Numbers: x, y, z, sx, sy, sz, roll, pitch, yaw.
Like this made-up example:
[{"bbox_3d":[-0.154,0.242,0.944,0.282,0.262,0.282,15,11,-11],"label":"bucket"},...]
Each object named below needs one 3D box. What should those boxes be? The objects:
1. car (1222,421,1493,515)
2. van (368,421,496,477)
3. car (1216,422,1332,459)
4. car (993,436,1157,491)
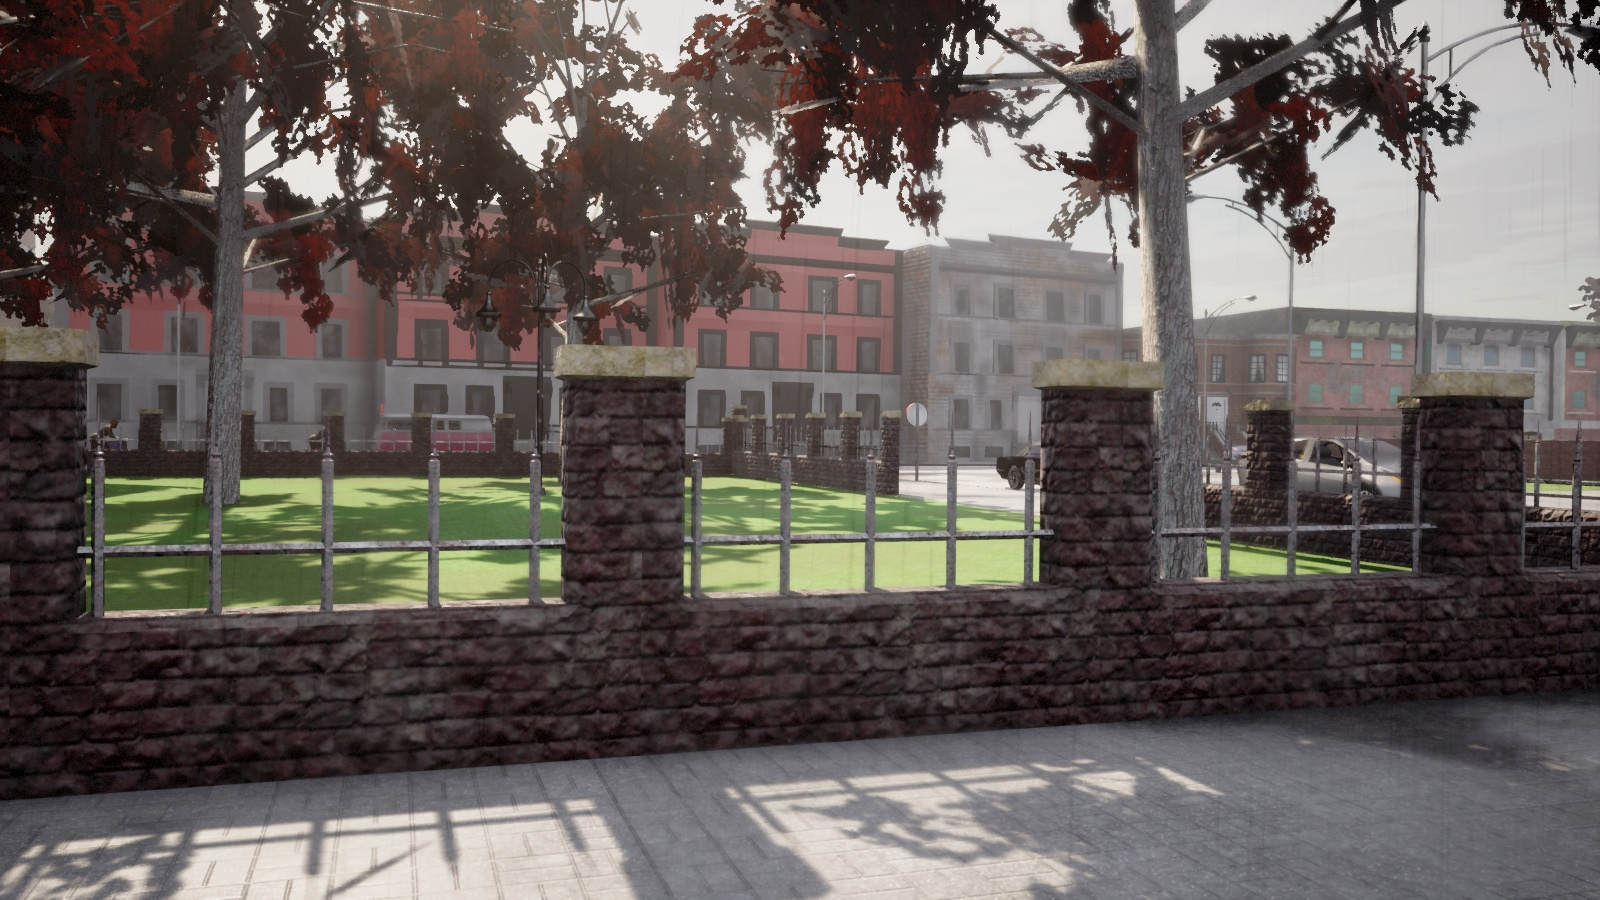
[{"bbox_3d":[10.067,0.260,23.108,2.007,1.525,4.514,-1,1,-20],"label":"car"},{"bbox_3d":[-13.694,-0.062,46.765,4.442,1.987,1.775,-1,1,-18],"label":"van"},{"bbox_3d":[22.012,-0.459,58.345,4.856,1.649,2.033,-1,1,-18],"label":"car"},{"bbox_3d":[6.994,0.294,32.525,1.895,1.301,4.718,-1,1,-20],"label":"car"}]
